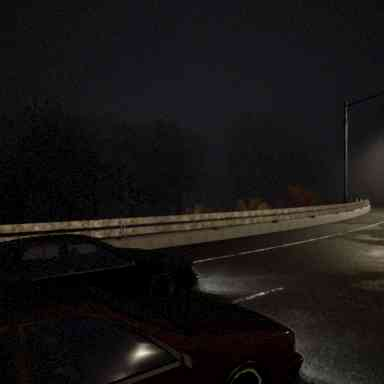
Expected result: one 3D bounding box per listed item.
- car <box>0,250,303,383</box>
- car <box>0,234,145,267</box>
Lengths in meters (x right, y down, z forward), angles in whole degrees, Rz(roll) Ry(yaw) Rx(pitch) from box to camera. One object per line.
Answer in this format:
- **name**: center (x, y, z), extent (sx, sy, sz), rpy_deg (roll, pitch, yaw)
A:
- **car**: center (-1.393, 1.547, 2.798), extent (5.357, 1.411, 2.033), rpy_deg (0, 0, -36)
- **car**: center (-2.454, 1.547, 6.353), extent (5.357, 1.411, 2.033), rpy_deg (0, 0, -37)
